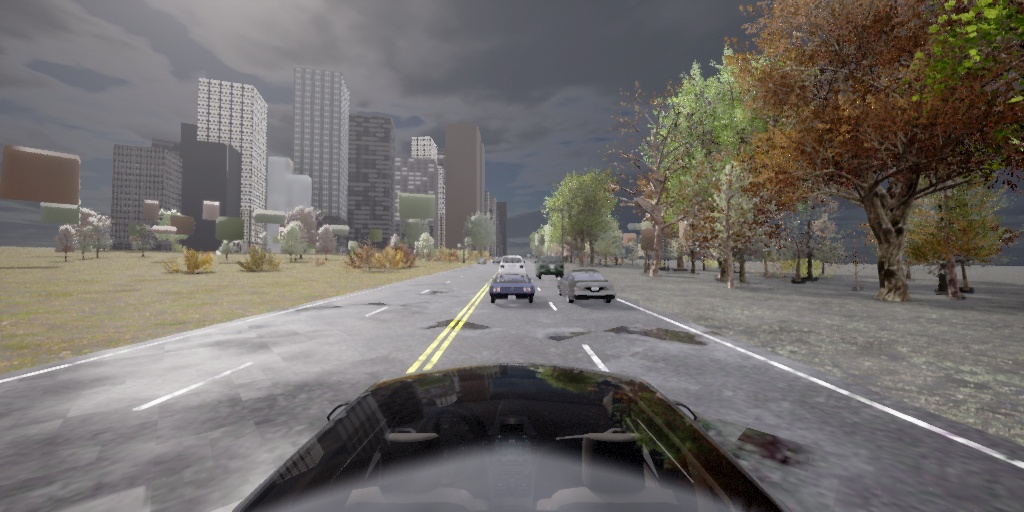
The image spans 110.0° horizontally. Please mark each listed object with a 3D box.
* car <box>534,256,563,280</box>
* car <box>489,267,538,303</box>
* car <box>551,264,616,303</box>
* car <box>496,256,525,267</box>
[{"bbox_3d":[3.231,0.988,31.548,2.150,2.045,5.566,-1,0,0],"label":"car"},{"bbox_3d":[0.000,1.371,16.537,1.895,1.301,4.718,0,0,0],"label":"car"},{"bbox_3d":[3.242,1.311,16.506,2.033,1.411,5.357,-1,0,0],"label":"car"},{"bbox_3d":[0.000,1.004,31.546,2.150,2.045,5.566,0,0,0],"label":"car"}]
